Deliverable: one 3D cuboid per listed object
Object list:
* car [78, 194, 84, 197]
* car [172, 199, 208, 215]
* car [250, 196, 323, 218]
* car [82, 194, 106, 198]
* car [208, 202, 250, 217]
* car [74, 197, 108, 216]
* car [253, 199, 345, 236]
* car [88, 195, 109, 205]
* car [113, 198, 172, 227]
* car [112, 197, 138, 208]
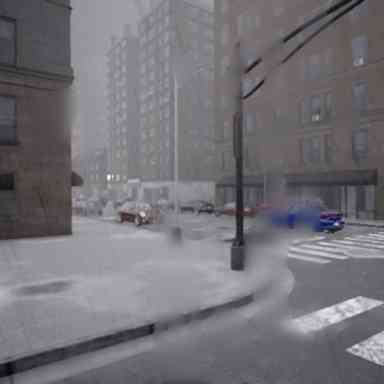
[{"bbox_3d":[-19.372,1.173,60.108,2.097,1.767,4.553,0,0,-35],"label":"car"},{"bbox_3d":[0.357,1.428,31.728,1.947,1.339,4.313,0,0,-35],"label":"car"},{"bbox_3d":[6.729,1.188,22.703,2.192,1.841,5.009,0,0,-35],"label":"car"},{"bbox_3d":[-13.355,1.385,46.295,1.812,1.442,4.674,0,0,-35],"label":"car"},{"bbox_3d":[3.544,1.449,27.216,1.802,1.307,4.206,0,0,-35],"label":"car"},{"bbox_3d":[-9.780,1.463,31.305,2.008,1.369,4.403,0,0,-35],"label":"car"},{"bbox_3d":[5.742,1.376,18.015,1.882,1.535,5.008,0,0,-27],"label":"car"},{"bbox_3d":[-15.324,1.333,54.433,1.837,1.490,4.892,0,0,-35],"label":"car"},{"bbox_3d":[-3.407,1.364,22.277,1.967,1.590,4.097,0,0,-35],"label":"car"},{"bbox_3d":[-9.201,1.410,45.265,1.947,1.339,4.313,0,0,-35],"label":"car"}]
